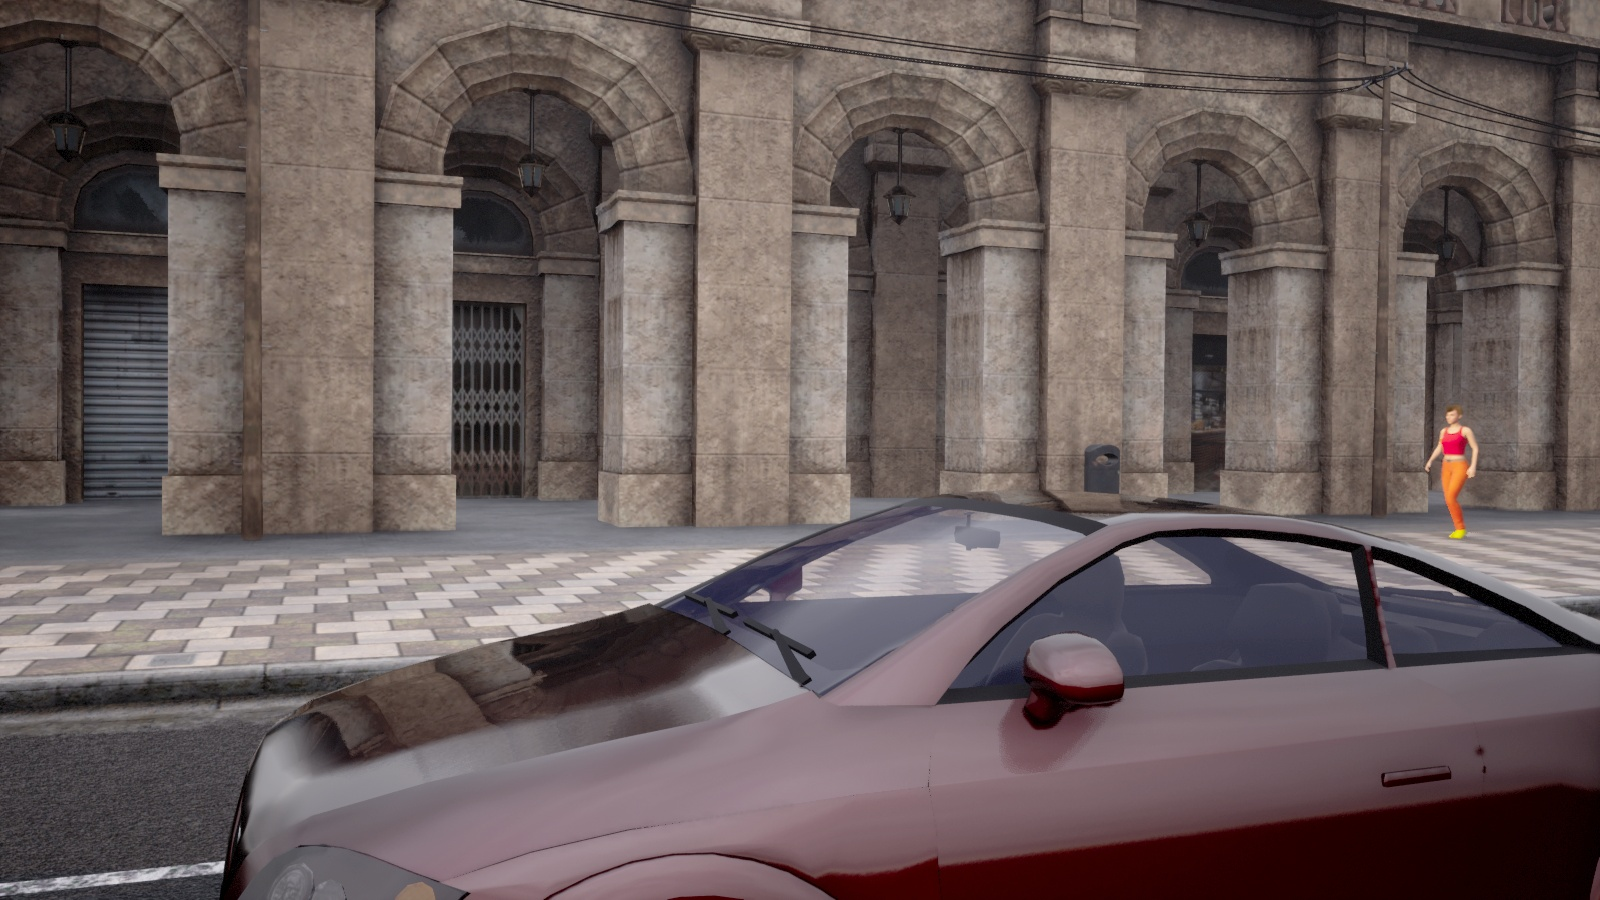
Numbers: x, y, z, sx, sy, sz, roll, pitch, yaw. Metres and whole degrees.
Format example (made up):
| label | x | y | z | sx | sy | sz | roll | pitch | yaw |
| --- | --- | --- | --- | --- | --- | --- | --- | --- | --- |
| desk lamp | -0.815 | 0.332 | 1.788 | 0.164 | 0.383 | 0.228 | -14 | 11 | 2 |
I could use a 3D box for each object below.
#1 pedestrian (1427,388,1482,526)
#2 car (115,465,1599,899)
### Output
| label | x | y | z | sx | sy | sz | roll | pitch | yaw |
| --- | --- | --- | --- | --- | --- | --- | --- | --- | --- |
| pedestrian | 8.834 | 0.083 | 16.953 | 0.594 | 1.836 | 0.345 | -1 | 1 | -21 |
| car | 0.623 | 0.799 | 3.482 | 4.181 | 1.385 | 1.994 | -1 | 1 | -21 |
